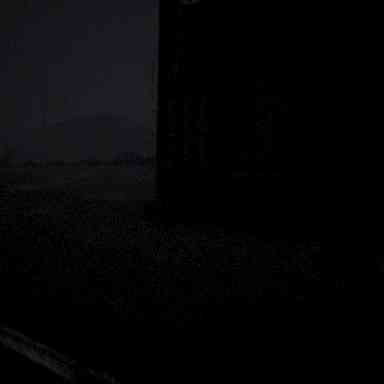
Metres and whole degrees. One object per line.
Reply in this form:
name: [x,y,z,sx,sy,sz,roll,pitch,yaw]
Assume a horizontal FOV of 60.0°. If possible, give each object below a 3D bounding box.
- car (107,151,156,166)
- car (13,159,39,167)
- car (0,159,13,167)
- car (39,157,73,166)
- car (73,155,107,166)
car: [-6.187,-3.519,37.229,5.566,2.045,2.435,2,1,25]
car: [-21.199,-3.701,44.469,4.674,1.452,2.002,2,1,28]
car: [-26.062,-3.848,47.077,4.792,1.488,2.163,2,1,29]
car: [-16.368,-3.605,42.011,4.892,1.521,2.231,2,1,27]
car: [-11.287,-3.573,39.568,4.553,1.767,2.185,2,1,26]
